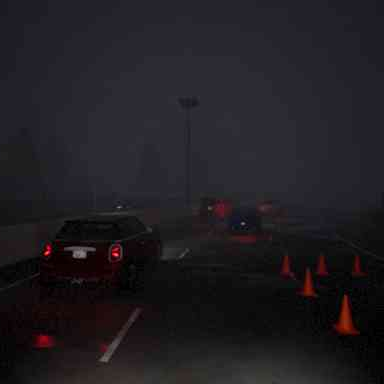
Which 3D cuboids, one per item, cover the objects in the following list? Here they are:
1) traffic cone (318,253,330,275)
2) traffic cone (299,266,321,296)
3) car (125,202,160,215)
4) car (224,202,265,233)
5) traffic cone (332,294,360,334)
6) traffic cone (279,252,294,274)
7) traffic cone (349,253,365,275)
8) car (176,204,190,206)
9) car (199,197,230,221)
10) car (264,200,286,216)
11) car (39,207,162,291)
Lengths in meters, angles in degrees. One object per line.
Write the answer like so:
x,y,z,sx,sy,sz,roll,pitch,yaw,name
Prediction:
3.715,2.041,9.538,0.340,0.580,0.340,0,0,2,traffic cone
2.645,2.022,7.574,0.340,0.580,0.340,0,0,2,traffic cone
-5.646,1.831,38.704,1.895,1.301,4.718,0,0,23,car
3.442,1.640,21.105,1.882,1.535,5.008,0,0,13,car
2.574,2.008,5.575,0.340,0.580,0.340,0,0,2,traffic cone
2.715,2.036,9.573,0.340,0.580,0.340,0,0,2,traffic cone
4.714,2.047,9.502,0.340,0.580,0.340,0,0,2,traffic cone
-0.347,1.884,42.090,1.895,1.301,4.718,0,0,26,car
2.314,1.435,29.611,2.150,2.045,5.566,0,0,19,car
9.064,1.652,36.885,2.097,1.767,4.553,0,0,24,car
-2.230,1.404,9.387,2.097,1.767,4.553,0,0,6,car
